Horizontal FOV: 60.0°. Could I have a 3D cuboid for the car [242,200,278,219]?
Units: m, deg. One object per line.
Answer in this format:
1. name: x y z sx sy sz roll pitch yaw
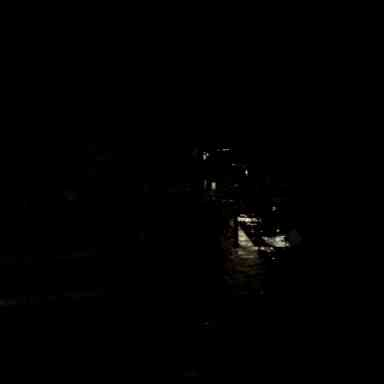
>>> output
1. car: 4.661 0.957 23.354 1.882 1.535 5.008 -2 1 3
